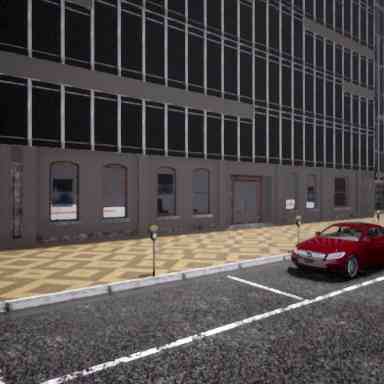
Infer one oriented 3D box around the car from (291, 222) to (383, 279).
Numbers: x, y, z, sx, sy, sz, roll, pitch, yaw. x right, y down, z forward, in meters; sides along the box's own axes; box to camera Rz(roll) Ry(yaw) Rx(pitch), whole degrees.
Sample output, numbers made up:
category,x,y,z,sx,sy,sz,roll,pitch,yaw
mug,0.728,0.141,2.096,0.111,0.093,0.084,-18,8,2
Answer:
category,x,y,z,sx,sy,sz,roll,pitch,yaw
car,4.782,1.581,9.989,4.206,1.307,1.802,0,0,-36
